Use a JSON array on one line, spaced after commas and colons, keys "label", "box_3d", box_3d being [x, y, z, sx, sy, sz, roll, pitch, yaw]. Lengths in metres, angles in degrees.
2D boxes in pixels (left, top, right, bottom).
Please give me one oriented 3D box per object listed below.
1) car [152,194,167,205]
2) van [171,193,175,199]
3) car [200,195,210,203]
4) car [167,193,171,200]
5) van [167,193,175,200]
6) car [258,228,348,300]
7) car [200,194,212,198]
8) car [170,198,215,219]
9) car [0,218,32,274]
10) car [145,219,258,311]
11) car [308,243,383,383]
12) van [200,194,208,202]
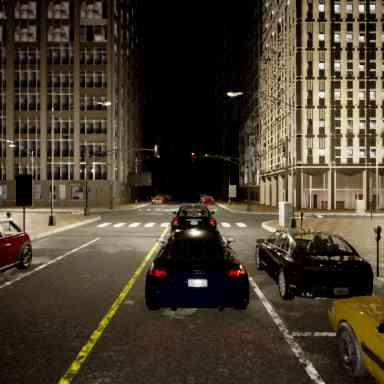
[{"label": "car", "box_3d": [-5.826, 1.388, 57.421, 1.967, 1.590, 4.097, 0, 0, 0]}, {"label": "van", "box_3d": [-5.747, 1.236, 80.161, 1.690, 1.788, 3.998, 0, 0, 0]}, {"label": "car", "box_3d": [2.641, 1.363, 68.794, 1.967, 1.590, 4.097, 0, 0, 0]}, {"label": "car", "box_3d": [-5.764, 1.251, 63.106, 2.192, 1.841, 5.009, 0, 0, 0]}, {"label": "van", "box_3d": [-5.755, 1.205, 91.533, 1.690, 1.788, 3.998, 0, 0, 0]}, {"label": "car", "box_3d": [2.685, 1.549, 8.165, 2.008, 1.369, 4.403, 0, 0, 0]}, {"label": "car", "box_3d": [2.745, 1.388, 57.426, 1.967, 1.590, 4.097, 0, 0, 0]}, {"label": "car", "box_3d": [0.086, 1.346, 16.454, 2.097, 1.767, 4.553, 0, 0, 0]}, {"label": "car", "box_3d": [-5.695, 1.439, 8.158, 1.967, 1.590, 4.097, 0, 0, 0]}, {"label": "car", "box_3d": [0.096, 1.563, 7.821, 1.994, 1.385, 4.181, 0, 0, 0]}, {"label": "car", "box_3d": [2.689, 1.525, 2.668, 1.752, 1.417, 4.829, 0, 0, 0]}, {"label": "van", "box_3d": [2.637, 1.250, 74.479, 1.690, 1.788, 3.998, 0, 0, 0]}]
